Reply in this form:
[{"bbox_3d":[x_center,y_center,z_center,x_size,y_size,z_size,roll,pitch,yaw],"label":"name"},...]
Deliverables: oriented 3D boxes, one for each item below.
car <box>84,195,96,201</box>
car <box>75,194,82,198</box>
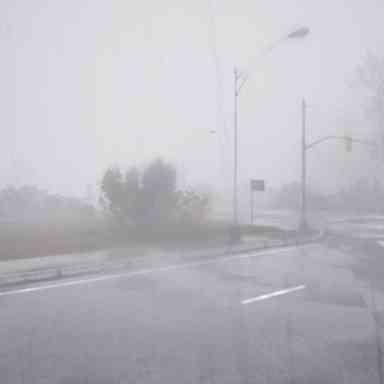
[{"bbox_3d":[-25.874,1.461,83.745,1.882,1.535,5.008,0,0,-37],"label":"car"},{"bbox_3d":[-28.908,1.539,81.958,1.994,1.385,4.181,0,0,-37],"label":"car"}]
